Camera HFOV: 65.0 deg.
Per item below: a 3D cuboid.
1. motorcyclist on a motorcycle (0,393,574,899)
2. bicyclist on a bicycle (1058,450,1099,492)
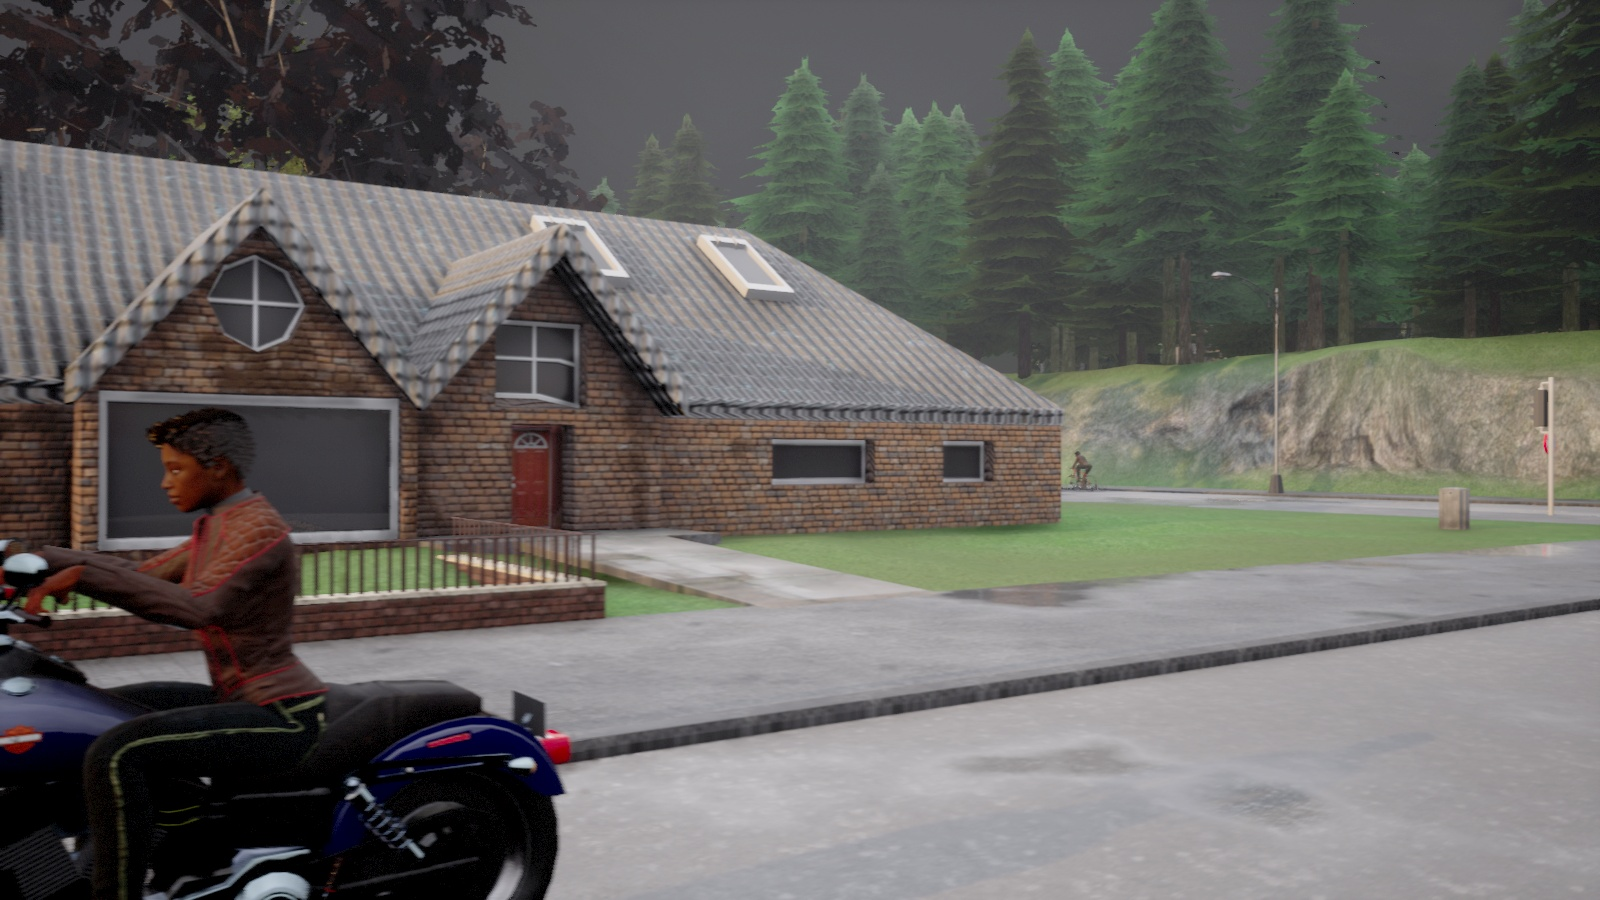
[{"bbox_3d":[-1.793,0.706,3.022,2.350,1.649,0.766,0,0,-35],"label":"motorcyclist on a motorcycle"},{"bbox_3d":[11.092,0.833,50.078,0.582,1.620,1.656,0,-1,-35],"label":"bicyclist on a bicycle"}]
